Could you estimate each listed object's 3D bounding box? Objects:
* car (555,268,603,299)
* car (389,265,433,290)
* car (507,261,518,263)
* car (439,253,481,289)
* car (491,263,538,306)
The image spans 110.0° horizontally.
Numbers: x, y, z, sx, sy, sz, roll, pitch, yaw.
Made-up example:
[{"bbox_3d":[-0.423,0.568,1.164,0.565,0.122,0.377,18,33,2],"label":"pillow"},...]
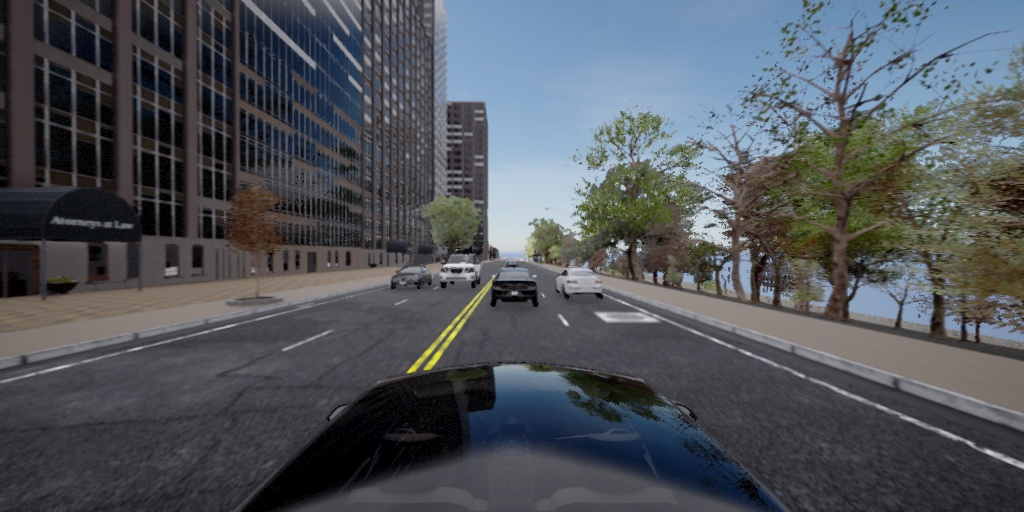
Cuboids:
[{"bbox_3d":[3.346,1.322,18.386,1.812,1.442,4.674,0,0,0],"label":"car"},{"bbox_3d":[-6.508,1.340,23.680,1.812,1.442,4.674,0,0,0],"label":"car"},{"bbox_3d":[0.085,1.368,42.289,1.837,1.490,4.892,0,0,0],"label":"car"},{"bbox_3d":[-3.258,0.842,23.651,2.150,2.045,5.566,0,0,0],"label":"car"},{"bbox_3d":[0.095,1.267,16.140,1.882,1.535,5.008,0,0,0],"label":"car"}]
